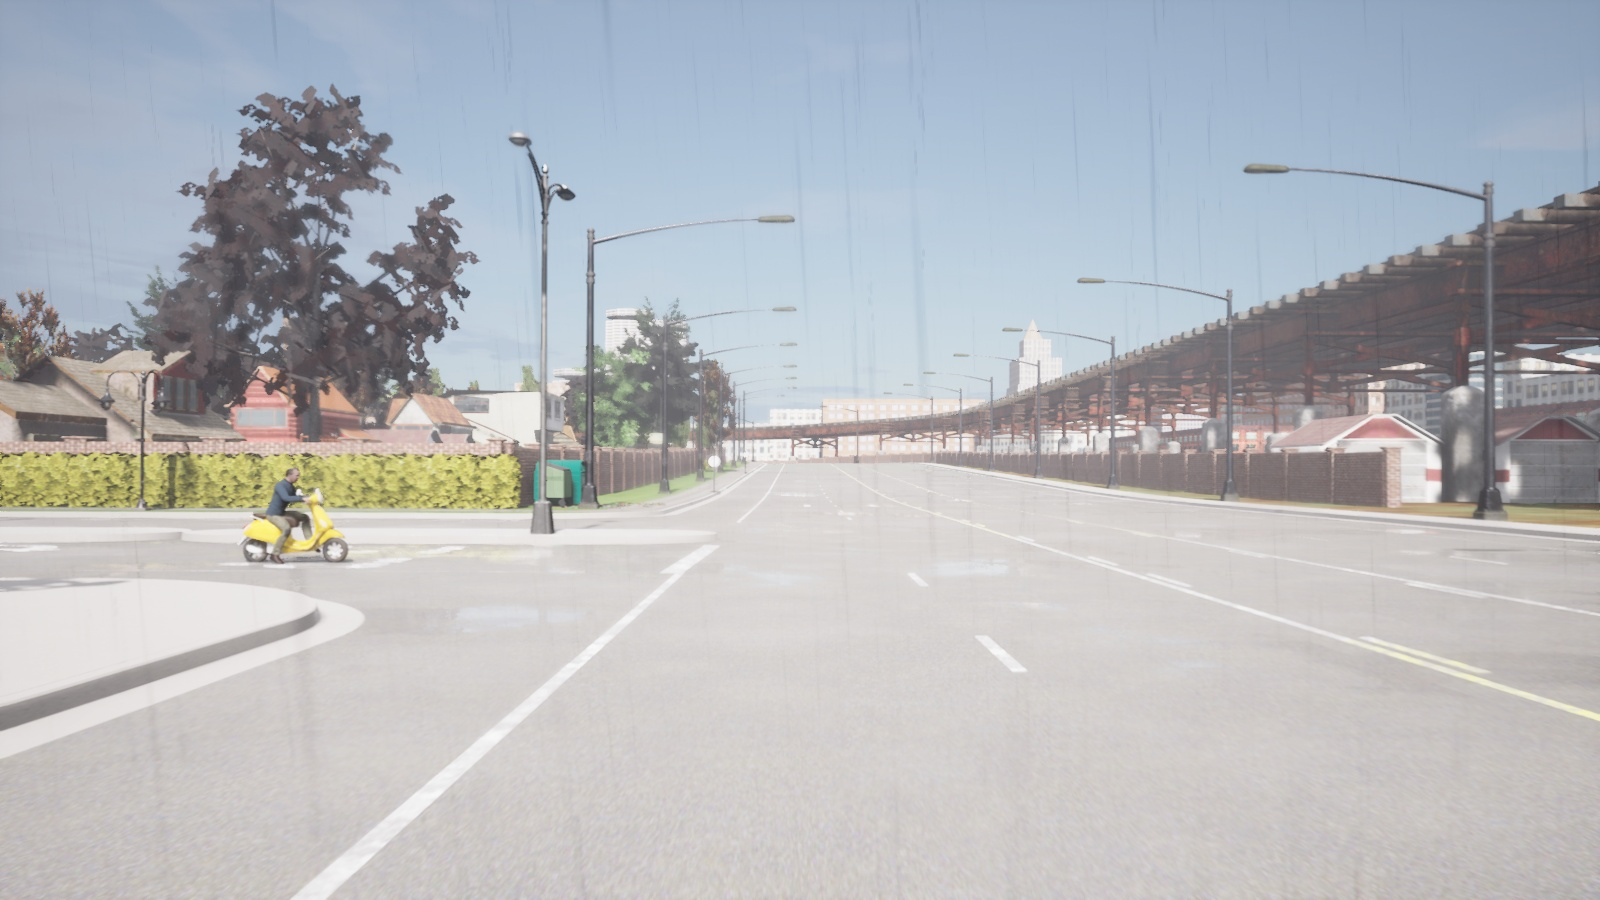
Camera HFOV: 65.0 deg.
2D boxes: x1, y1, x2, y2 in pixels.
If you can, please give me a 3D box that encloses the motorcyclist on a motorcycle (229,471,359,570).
[{"bbox_3d":[-8.398,1.151,20.889,1.817,1.590,0.866,0,-1,0],"label":"motorcyclist on a motorcycle"}]
